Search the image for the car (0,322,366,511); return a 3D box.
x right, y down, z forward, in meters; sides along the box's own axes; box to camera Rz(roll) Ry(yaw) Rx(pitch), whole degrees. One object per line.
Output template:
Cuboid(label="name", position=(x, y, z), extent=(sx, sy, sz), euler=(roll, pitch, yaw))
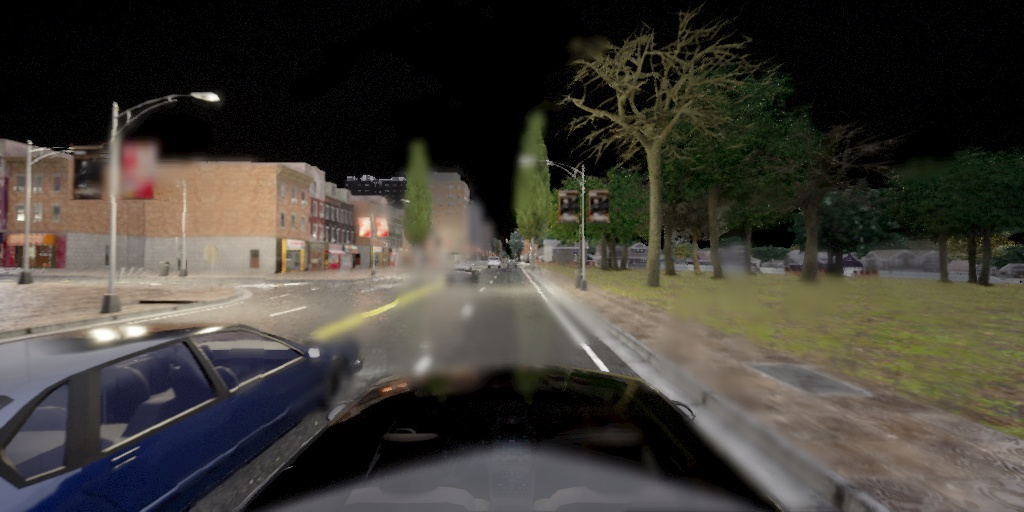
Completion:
Cuboid(label="car", position=(-3.149, 1.298, 3.007), extent=(2.033, 1.411, 5.357), euler=(0, 0, 0))

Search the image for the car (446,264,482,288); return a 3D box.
Cuboid(label="car", position=(-3.141, 1.246, 23.696), extent=(2.128, 1.511, 4.902), euler=(0, -1, 0))
